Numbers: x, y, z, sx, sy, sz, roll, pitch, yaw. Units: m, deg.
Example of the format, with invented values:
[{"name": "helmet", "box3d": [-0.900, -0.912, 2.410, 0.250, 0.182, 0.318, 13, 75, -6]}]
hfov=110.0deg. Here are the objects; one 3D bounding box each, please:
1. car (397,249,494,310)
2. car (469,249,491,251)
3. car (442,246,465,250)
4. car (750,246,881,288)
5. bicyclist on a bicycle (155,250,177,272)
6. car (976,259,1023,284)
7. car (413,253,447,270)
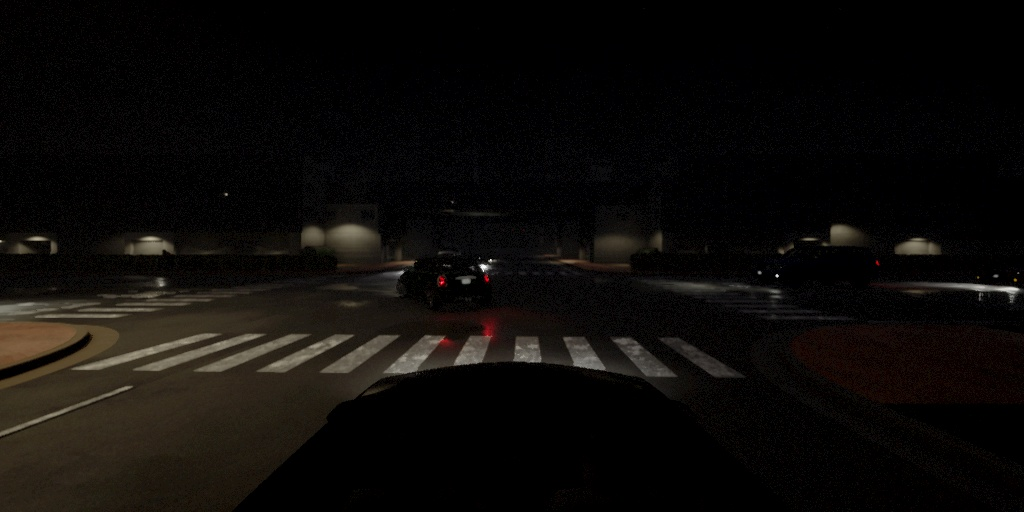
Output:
[{"name": "car", "box3d": [-2.641, 0.784, 13.269, 2.097, 1.767, 4.553, -1, 2, -33]}, {"name": "car", "box3d": [-3.928, 0.177, 42.995, 1.895, 1.301, 4.718, 0, 2, 1]}, {"name": "car", "box3d": [-7.429, -0.201, 42.936, 2.150, 2.045, 5.566, 0, 2, 0]}, {"name": "car", "box3d": [15.579, 0.506, 18.543, 5.566, 2.045, 2.150, 0, 2, 0]}, {"name": "bicyclist on a bicycle", "box3d": [-25.840, 0.339, 26.806, 0.582, 1.620, 1.656, 0, 2, 1]}, {"name": "car", "box3d": [26.959, 0.852, 18.489, 4.181, 1.385, 1.994, 0, 2, 0]}, {"name": "car", "box3d": [-7.541, 0.453, 33.407, 1.895, 1.301, 4.718, 0, 2, 2]}]
